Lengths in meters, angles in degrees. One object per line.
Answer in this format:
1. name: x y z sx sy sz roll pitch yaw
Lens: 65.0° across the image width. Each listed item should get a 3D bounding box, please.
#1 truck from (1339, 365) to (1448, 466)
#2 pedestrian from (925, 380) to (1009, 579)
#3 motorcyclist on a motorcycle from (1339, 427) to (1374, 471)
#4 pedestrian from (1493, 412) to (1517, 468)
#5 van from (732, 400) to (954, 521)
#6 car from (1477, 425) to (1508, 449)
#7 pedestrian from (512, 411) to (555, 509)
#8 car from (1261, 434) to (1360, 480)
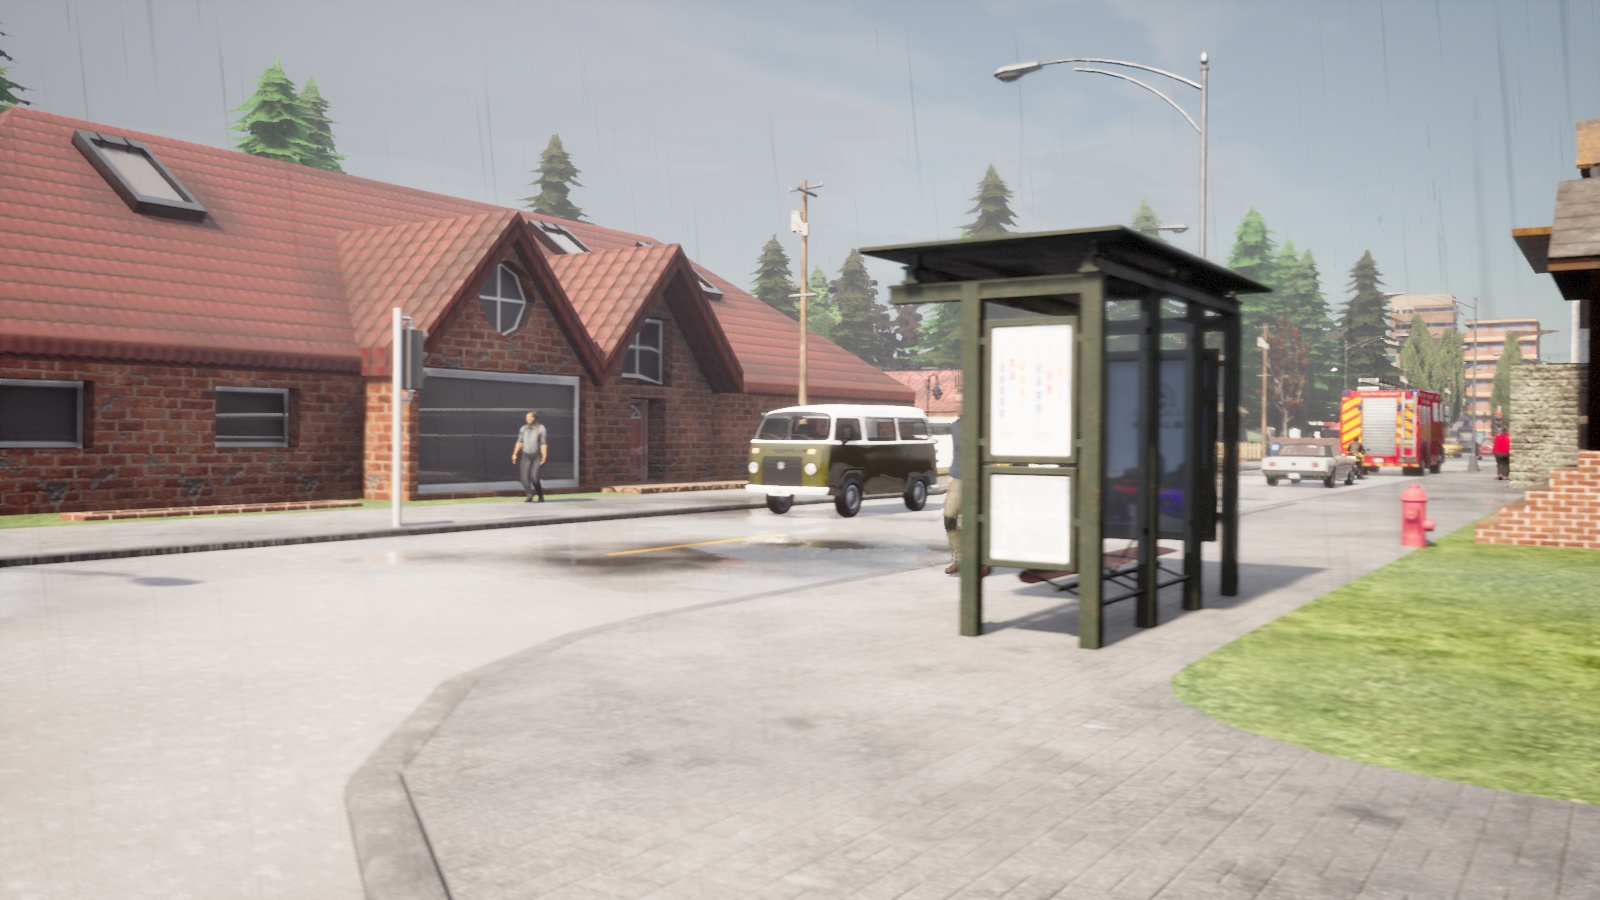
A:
1. truck: 24.691 -1.360 51.981 2.891 3.827 8.468 0 1 33
2. pedestrian: 1.602 0.269 12.012 0.726 1.842 0.402 -1 1 -40
3. motorcyclist on a motorcycle: 19.757 -0.067 44.589 0.797 1.523 2.044 0 1 34
4. pedestrian: 23.501 -0.343 41.855 0.634 1.844 0.899 0 1 34
5. van: 0.926 0.141 23.569 2.069 2.038 4.480 0 1 34
6. car: 47.626 -0.898 86.327 1.789 1.549 3.705 0 1 30
7. pedestrian: -5.100 0.183 24.073 0.540 1.848 0.694 0 1 13
8. car: 15.716 0.171 38.539 1.895 1.301 4.718 0 1 34
